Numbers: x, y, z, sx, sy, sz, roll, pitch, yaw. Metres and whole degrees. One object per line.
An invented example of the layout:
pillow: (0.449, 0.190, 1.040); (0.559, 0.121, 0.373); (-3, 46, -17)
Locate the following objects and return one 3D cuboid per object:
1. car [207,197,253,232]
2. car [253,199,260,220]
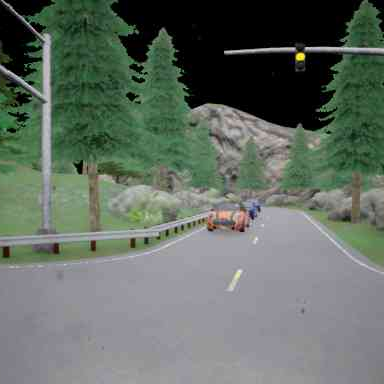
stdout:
car: (2.310, 1.383, 20.322); (2.097, 1.767, 4.553); (0, 0, 15)
car: (4.653, 1.522, 29.154); (1.882, 1.535, 5.008); (0, 0, 15)
